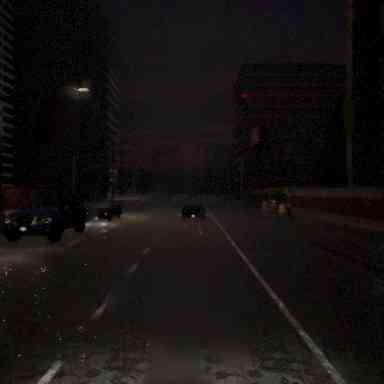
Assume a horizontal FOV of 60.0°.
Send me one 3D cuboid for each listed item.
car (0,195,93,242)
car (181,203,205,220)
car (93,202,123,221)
[{"bbox_3d":[-6.941,1.164,16.455,2.150,2.045,5.566,0,0,0],"label":"car"},{"bbox_3d":[0.104,1.577,28.113,1.895,1.301,4.718,0,0,0],"label":"car"},{"bbox_3d":[-6.926,1.498,26.739,2.033,1.411,5.357,0,0,0],"label":"car"}]
